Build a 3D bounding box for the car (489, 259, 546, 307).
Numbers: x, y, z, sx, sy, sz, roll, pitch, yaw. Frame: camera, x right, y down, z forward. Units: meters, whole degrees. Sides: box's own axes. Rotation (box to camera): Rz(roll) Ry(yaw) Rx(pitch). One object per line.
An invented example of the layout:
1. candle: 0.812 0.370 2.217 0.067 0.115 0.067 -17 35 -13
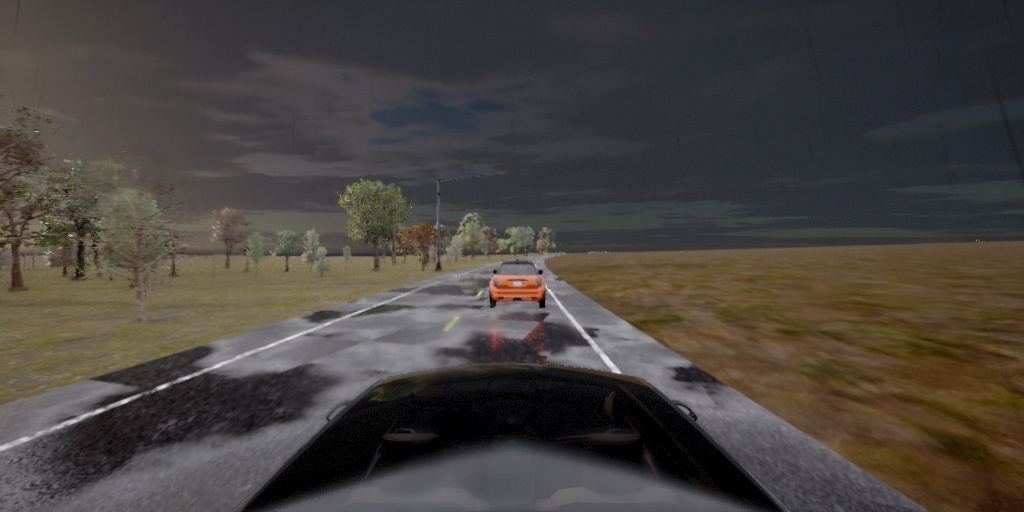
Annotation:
1. car: 0.234 0.971 14.884 2.097 1.767 4.553 0 0 1
